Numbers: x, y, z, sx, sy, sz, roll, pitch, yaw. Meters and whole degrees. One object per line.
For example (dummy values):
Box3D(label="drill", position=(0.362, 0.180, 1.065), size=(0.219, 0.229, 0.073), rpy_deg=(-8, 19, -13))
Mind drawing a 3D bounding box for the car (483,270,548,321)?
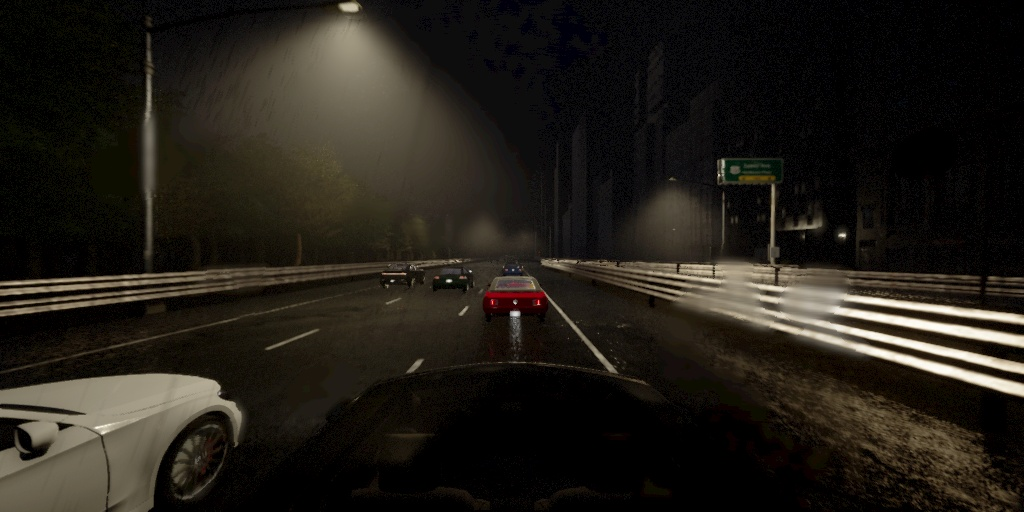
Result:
Box3D(label="car", position=(0.099, 1.350, 12.414), size=(1.895, 1.301, 4.718), rpy_deg=(0, 0, 0))

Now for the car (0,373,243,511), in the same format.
Box3D(label="car", position=(-3.401, 1.276, 1.342), size=(1.812, 1.442, 4.674), rpy_deg=(0, 0, 0))

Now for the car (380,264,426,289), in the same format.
Box3D(label="car", position=(-6.899, 1.242, 23.124), size=(2.128, 1.511, 4.902), rpy_deg=(0, 0, 0))

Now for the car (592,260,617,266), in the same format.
Box3D(label="car", position=(14.273, 1.343, 55.618), size=(1.882, 1.535, 5.008), rpy_deg=(0, 0, -17))

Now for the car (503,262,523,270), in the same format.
Box3D(label="car", position=(0.103, 1.304, 34.255), size=(2.033, 1.411, 5.357), rpy_deg=(0, 0, 0))

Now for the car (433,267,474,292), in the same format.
Box3D(label="car", position=(-3.397, 1.314, 21.386), size=(1.994, 1.385, 4.181), rpy_deg=(0, 0, 0))
